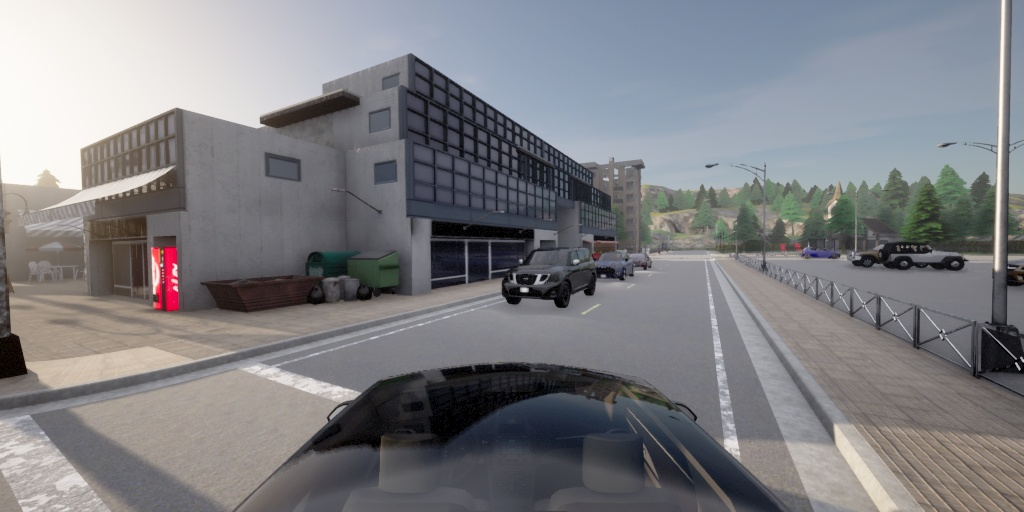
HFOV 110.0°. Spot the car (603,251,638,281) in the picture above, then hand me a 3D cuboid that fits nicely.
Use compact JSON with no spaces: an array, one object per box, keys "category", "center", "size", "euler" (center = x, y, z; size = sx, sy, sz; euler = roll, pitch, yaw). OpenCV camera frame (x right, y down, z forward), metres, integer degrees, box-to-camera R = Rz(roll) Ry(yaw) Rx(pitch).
[{"category":"car","center":[6.333,0.521,22.682],"size":[2.097,1.767,4.553],"euler":[0,2,28]}]

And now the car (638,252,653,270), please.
[{"category":"car","center":[11.159,0.406,31.704],"size":[1.812,1.442,4.674],"euler":[0,2,28]}]

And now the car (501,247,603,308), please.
[{"category":"car","center":[1.697,0.670,14.007],"size":[2.150,2.045,5.566],"euler":[0,2,28]}]
